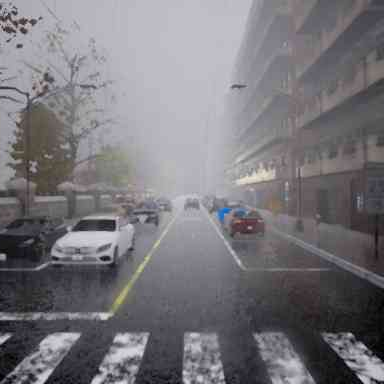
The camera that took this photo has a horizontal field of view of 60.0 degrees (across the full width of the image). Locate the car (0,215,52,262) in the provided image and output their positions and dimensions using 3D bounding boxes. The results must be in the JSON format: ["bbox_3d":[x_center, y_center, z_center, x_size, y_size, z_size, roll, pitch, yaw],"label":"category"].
[{"bbox_3d":[-5.689,1.554,12.075,1.947,1.339,4.313,0,0,0],"label":"car"}]

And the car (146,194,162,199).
[{"bbox_3d":[-5.690,1.416,45.857,1.967,1.590,4.097,0,0,0],"label":"car"}]

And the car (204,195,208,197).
[{"bbox_3d":[2.690,1.521,45.857,1.887,1.381,4.507,0,0,0],"label":"car"}]

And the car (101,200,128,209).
[{"bbox_3d":[-5.689,1.505,23.167,1.752,1.417,4.829,0,0,0],"label":"car"}]

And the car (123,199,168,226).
[{"bbox_3d":[-3.098,1.471,23.313,2.128,1.511,4.902,0,0,0],"label":"car"}]

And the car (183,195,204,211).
[{"bbox_3d":[-0.002,1.468,40.791,2.128,1.511,4.902,0,0,0],"label":"car"}]

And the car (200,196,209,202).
[{"bbox_3d":[2.689,1.573,74.008,1.802,1.307,4.206,0,0,0],"label":"car"}]

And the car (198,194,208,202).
[{"bbox_3d":[2.689,1.312,79.637,2.192,1.841,5.009,0,0,0],"label":"car"}]

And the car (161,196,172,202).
[{"bbox_3d":[-5.691,1.541,74.007,2.008,1.369,4.403,0,0,0],"label":"car"}]

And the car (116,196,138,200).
[{"bbox_3d":[-5.689,1.293,28.966,2.192,1.841,5.009,0,0,0],"label":"car"}]

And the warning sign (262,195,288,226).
[{"bbox_3d":[5.064,1.097,20.349,1.300,1.860,1.060,0,0,0],"label":"warning sign"}]

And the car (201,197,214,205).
[{"bbox_3d":[2.690,1.529,57.117,2.008,1.369,4.403,0,0,0],"label":"car"}]

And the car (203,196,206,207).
[{"bbox_3d":[2.690,1.527,40.227,2.008,1.369,4.403,0,0,0],"label":"car"}]

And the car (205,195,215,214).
[{"bbox_3d":[2.691,1.417,34.597,1.967,1.590,4.097,0,0,0],"label":"car"}]

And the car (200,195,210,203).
[{"bbox_3d":[2.690,1.425,68.377,1.967,1.590,4.097,0,0,0],"label":"car"}]

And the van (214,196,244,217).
[{"bbox_3d":[2.692,1.321,23.336,1.690,1.788,3.998,0,0,0],"label":"van"}]

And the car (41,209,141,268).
[{"bbox_3d":[-3.101,1.514,11.338,1.812,1.442,4.674,0,0,0],"label":"car"}]

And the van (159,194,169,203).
[{"bbox_3d":[-5.690,1.326,68.376,1.690,1.788,3.998,0,0,0],"label":"van"}]

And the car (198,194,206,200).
[{"bbox_3d":[2.688,1.453,90.897,1.967,1.590,4.097,0,0,0],"label":"car"}]

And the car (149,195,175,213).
[{"bbox_3d":[-3.078,1.465,36.327,2.128,1.511,4.902,0,0,0],"label":"car"}]

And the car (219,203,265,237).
[{"bbox_3d":[2.691,1.528,17.705,1.887,1.381,4.507,0,0,0],"label":"car"}]

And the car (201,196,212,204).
[{"bbox_3d":[2.689,1.526,62.747,1.887,1.381,4.507,0,0,0],"label":"car"}]

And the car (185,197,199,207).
[{"bbox_3d":[-0.001,1.524,51.210,2.033,1.411,5.357,0,0,0],"label":"car"}]

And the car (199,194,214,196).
[{"bbox_3d":[2.691,1.292,51.487,2.192,1.841,5.009,0,0,0],"label":"car"}]
